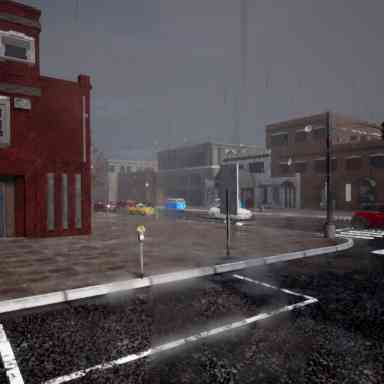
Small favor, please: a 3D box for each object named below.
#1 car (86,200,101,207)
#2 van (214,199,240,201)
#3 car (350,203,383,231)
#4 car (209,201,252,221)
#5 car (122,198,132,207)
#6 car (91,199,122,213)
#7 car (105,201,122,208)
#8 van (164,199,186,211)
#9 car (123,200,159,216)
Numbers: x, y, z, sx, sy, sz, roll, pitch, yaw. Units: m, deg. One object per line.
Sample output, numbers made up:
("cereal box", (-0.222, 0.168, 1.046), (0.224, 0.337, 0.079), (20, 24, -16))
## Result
("car", (-22.614, 2.595, 76.266), (1.802, 1.307, 4.206), (-2, 0, -36))
("van", (4.068, 1.707, 39.693), (1.690, 1.788, 3.998), (-2, 0, -36))
("car", (12.121, 1.471, 19.996), (2.097, 1.767, 4.553), (0, -1, -45))
("car", (3.450, 1.849, 30.744), (1.812, 1.442, 4.674), (-1, 0, -36))
("car", (-12.613, 2.085, 62.551), (2.192, 1.841, 5.009), (-2, 0, -36))
("car", (-12.708, 2.001, 48.521), (2.192, 1.841, 5.009), (-2, 0, -36))
("car", (-15.941, 2.433, 67.122), (1.802, 1.307, 4.206), (-2, 0, -36))
("van", (-2.604, 1.868, 48.835), (1.690, 1.788, 3.998), (-2, 0, -36))
("car", (-5.930, 2.048, 39.241), (1.752, 1.417, 4.829), (-2, 0, -36))
